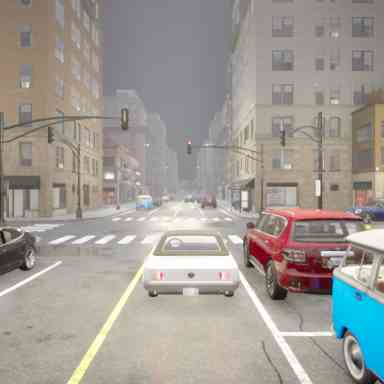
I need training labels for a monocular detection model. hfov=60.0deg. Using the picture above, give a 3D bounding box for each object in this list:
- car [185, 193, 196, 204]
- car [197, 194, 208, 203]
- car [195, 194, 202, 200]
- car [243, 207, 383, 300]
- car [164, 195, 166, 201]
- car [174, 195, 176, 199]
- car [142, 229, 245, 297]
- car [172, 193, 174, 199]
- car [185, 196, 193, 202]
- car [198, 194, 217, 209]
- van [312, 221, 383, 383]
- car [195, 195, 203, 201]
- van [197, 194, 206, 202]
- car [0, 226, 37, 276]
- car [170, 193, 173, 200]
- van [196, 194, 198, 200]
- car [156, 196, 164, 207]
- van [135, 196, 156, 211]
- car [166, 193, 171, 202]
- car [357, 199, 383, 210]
[{"bbox_3d":[-0.483,1.481,65.106,2.128,1.511,4.902,0,0,-1],"label":"car"},{"bbox_3d":[2.076,1.304,67.294,2.192,1.841,5.009,0,0,-1],"label":"car"},{"bbox_3d":[1.802,1.422,94.323,1.967,1.590,4.097,0,0,-1],"label":"car"},{"bbox_3d":[2.572,1.315,8.300,2.192,1.841,5.009,0,0,-1],"label":"car"},{"bbox_3d":[-5.912,1.536,56.406,1.887,1.381,4.507,0,0,-1],"label":"car"},{"bbox_3d":[-6.203,1.299,88.842,2.192,1.841,5.009,0,0,-1],"label":"car"},{"bbox_3d":[-0.018,1.601,8.518,1.895,1.301,4.718,0,0,0],"label":"car"},{"bbox_3d":[-6.154,1.551,83.436,1.947,1.339,4.313,0,0,-1],"label":"car"},{"bbox_3d":[-0.684,1.582,75.470,1.895,1.301,4.718,0,0,-1],"label":"car"},{"bbox_3d":[2.295,1.309,45.670,2.192,1.841,5.009,0,0,-1],"label":"car"},{"bbox_3d":[2.623,1.341,2.788,1.690,1.788,3.998,0,0,-1],"label":"van"},{"bbox_3d":[1.855,1.509,89.088,1.752,1.417,4.829,0,0,-1],"label":"car"},{"bbox_3d":[2.021,1.329,72.700,1.690,1.788,3.998,0,0,-1],"label":"van"},{"bbox_3d":[-5.452,1.566,8.225,1.947,1.339,4.313,0,0,-1],"label":"car"},{"bbox_3d":[-6.106,1.537,78.030,2.008,1.369,4.403,0,0,-1],"label":"car"},{"bbox_3d":[2.131,1.332,61.888,1.690,1.788,3.998,0,0,-1],"label":"van"},{"bbox_3d":[-5.864,1.559,51.000,1.947,1.339,4.313,0,0,-1],"label":"car"},{"bbox_3d":[-5.767,1.336,40.188,1.690,1.788,3.998,0,0,-1],"label":"van"},{"bbox_3d":[-6.056,1.513,72.455,1.752,1.417,4.829,0,0,-1],"label":"car"},{"bbox_3d":[13.088,1.285,23.269,4.553,1.767,2.097,0,0,-1],"label":"car"}]
